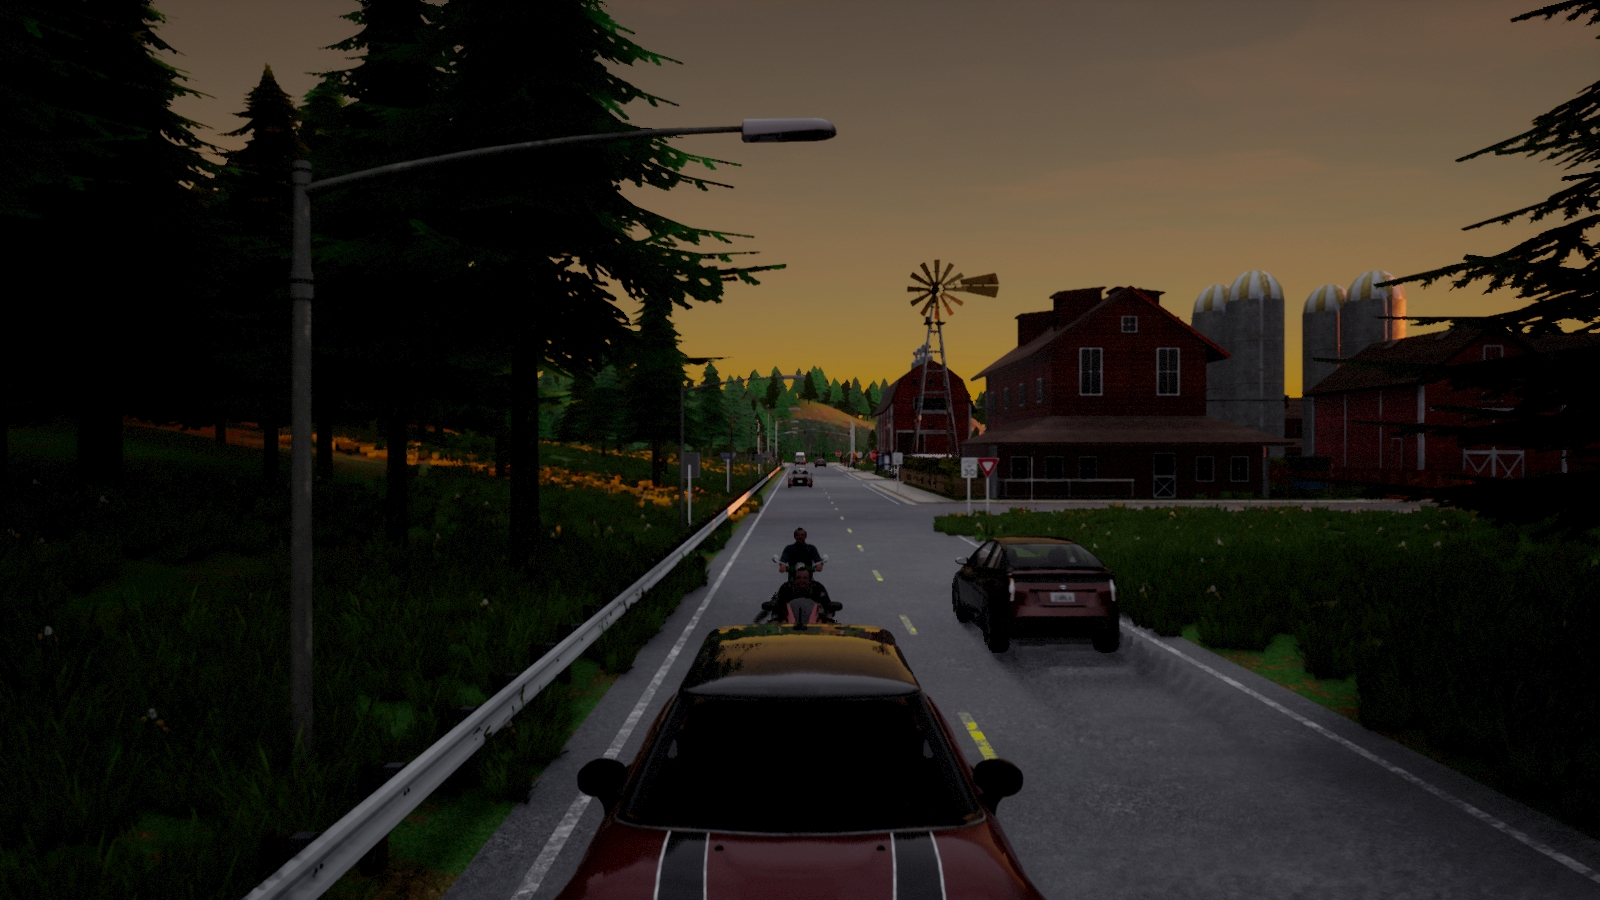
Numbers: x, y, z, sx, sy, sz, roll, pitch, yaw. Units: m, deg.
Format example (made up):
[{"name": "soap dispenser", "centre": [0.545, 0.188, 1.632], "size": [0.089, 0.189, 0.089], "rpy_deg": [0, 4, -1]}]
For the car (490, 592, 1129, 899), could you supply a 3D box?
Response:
[{"name": "car", "centre": [0.032, 1.915, 6.024], "size": [2.097, 1.767, 4.553], "rpy_deg": [0, 0, 0]}]

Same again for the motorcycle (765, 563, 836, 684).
[{"name": "motorcycle", "centre": [0.010, 2.225, 15.030], "size": [0.867, 1.251, 2.209], "rpy_deg": [0, 0, 0]}]

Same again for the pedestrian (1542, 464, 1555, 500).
[{"name": "pedestrian", "centre": [38.348, 1.627, 58.542], "size": [0.375, 1.860, 0.375], "rpy_deg": [0, 0, -6]}]

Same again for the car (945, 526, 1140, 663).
[{"name": "car", "centre": [3.501, 2.063, 17.384], "size": [2.007, 1.525, 4.514], "rpy_deg": [0, 0, 0]}]
